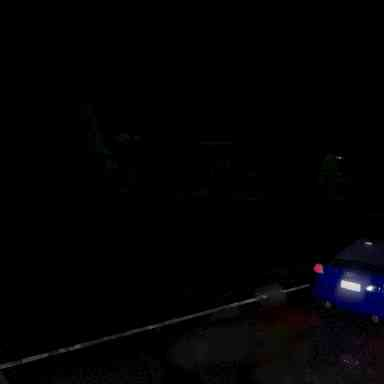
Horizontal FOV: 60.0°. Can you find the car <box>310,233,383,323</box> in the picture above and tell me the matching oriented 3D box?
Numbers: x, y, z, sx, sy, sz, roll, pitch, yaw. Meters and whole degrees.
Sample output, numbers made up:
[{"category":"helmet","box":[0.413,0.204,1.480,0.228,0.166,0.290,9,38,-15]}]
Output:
[{"category":"car","box":[4.322,1.564,6.825,4.181,1.385,1.994,0,0,-36]}]

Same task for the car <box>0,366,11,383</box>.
[{"category":"car","box":[-3.355,1.601,1.356,4.718,1.301,1.895,0,0,-35]}]
